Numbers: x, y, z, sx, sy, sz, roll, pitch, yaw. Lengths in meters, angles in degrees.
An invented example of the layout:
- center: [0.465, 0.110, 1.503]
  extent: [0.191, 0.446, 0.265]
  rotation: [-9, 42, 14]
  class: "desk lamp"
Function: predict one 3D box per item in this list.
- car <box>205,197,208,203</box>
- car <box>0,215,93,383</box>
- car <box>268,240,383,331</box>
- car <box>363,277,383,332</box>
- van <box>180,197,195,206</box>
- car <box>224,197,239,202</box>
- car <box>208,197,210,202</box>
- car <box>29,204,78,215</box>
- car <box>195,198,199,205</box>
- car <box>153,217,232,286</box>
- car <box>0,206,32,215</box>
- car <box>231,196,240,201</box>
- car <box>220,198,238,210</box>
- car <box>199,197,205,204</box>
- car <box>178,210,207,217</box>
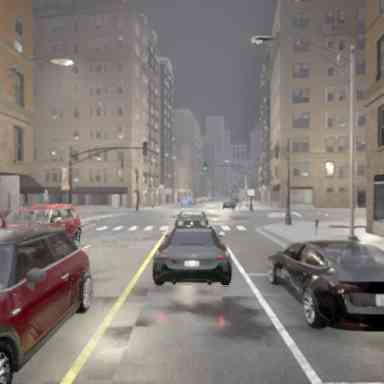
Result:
- center: [2.270, 2.208, 85.150]
  extent: [1.802, 1.307, 4.206]
  rotation: [0, -1, 9]
  class: "car"
- center: [-3.008, 1.394, 4.742]
  extent: [2.097, 1.767, 4.553]
  rotation: [0, 0, 0]
  class: "car"
- center: [2.840, 1.626, 6.916]
  extent: [1.947, 1.339, 4.313]
  rotation: [-1, 0, 0]
  class: "car"
- center: [2.851, 1.579, 1.410]
  extent: [1.947, 1.339, 4.313]
  rotation: [-1, 0, 0]
  class: "car"
- center: [-1.092, 1.810, 63.424]
  extent: [1.690, 1.788, 3.998]
  rotation: [0, 0, 9]
  class: "van"
- center: [7.335, 2.037, 62.120]
  extent: [1.947, 1.339, 4.313]
  rotation: [0, 0, 9]
  class: "car"
- center: [3.108, 2.110, 90.584]
  extent: [1.967, 1.590, 4.097]
  rotation: [-1, -1, 9]
  class: "car"
- center: [-5.698, 1.422, 12.403]
  extent: [2.192, 1.841, 5.009]
  rotation: [-1, 0, 0]
  class: "car"
- center: [-0.251, 1.946, 68.855]
  extent: [1.967, 1.590, 4.097]
  rotation: [0, 0, 9]
  class: "car"
- center: [0.042, 1.648, 9.704]
  extent: [1.994, 1.385, 4.181]
  rotation: [0, -1, 1]
  class: "car"
- center: [-5.688, 1.375, 6.895]
  extent: [2.192, 1.841, 5.009]
  rotation: [-1, 0, 0]
  class: "car"
- center: [10.693, 1.943, 83.850]
  extent: [2.192, 1.841, 5.009]
  rotation: [-1, -1, 9]
  class: "car"
- center: [5.655, 1.967, 51.255]
  extent: [1.947, 1.339, 4.313]
  rotation: [0, 0, 9]
  class: "car"
- center: [1.403, 2.108, 79.550]
  extent: [1.752, 1.417, 4.829]
  rotation: [0, 0, 9]
  class: "car"
- center: [0.025, 1.776, 20.679]
  extent: [1.895, 1.301, 4.718]
  rotation: [0, 0, 1]
  class: "car"
